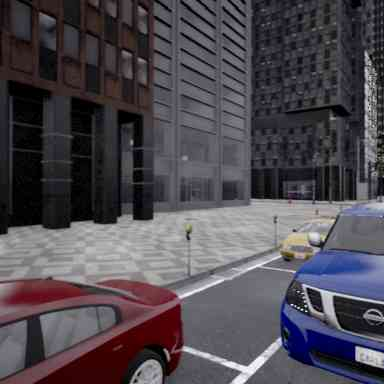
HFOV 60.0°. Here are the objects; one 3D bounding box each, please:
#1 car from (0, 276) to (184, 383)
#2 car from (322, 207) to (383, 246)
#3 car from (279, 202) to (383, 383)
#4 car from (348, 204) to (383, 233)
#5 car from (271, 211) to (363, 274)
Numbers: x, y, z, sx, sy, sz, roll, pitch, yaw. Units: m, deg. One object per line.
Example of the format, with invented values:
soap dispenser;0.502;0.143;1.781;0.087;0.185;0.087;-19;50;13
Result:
car;-1.895;1.545;2.745;1.887;1.381;4.507;0;0;36
car;7.894;1.546;16.122;1.887;1.381;4.507;0;0;36
car;3.347;1.222;5.385;2.150;2.045;5.566;0;0;36
car;11.157;1.546;20.581;1.887;1.381;4.507;0;0;36
car;4.531;1.526;11.526;1.752;1.417;4.829;0;0;36
